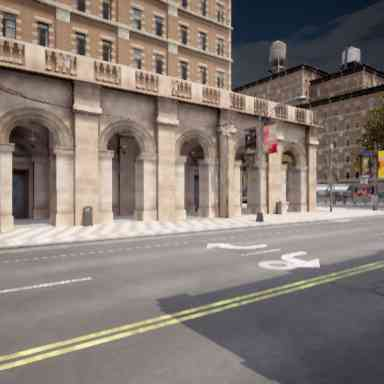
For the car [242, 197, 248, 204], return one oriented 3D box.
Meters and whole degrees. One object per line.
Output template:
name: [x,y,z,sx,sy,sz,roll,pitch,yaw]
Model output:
car: [9.847,1.551,56.587,1.895,1.301,4.718,0,0,-36]
